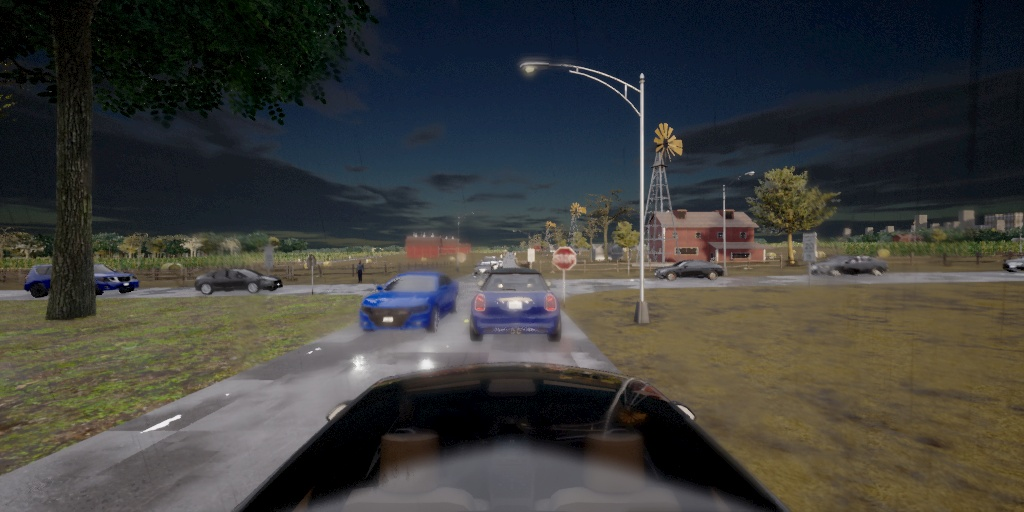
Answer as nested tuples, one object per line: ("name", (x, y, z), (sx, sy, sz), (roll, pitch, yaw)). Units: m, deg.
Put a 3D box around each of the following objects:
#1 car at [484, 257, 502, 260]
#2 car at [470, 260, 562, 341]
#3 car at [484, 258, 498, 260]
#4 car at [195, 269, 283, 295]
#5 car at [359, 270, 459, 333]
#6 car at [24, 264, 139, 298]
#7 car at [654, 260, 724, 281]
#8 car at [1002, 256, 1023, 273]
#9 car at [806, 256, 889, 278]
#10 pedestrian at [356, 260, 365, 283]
("car", (-2.926, 1.101, 48.569), (2.150, 2.045, 5.566), (0, 0, 0))
("car", (0.081, 1.105, 10.001), (2.097, 1.767, 4.553), (0, 0, 0))
("car", (-2.917, 1.311, 38.332), (2.128, 1.511, 4.902), (0, 0, 0))
("car", (-17.302, 1.601, 22.830), (4.892, 1.490, 1.837), (-1, 1, 0))
("car", (-2.859, 1.231, 10.955), (1.882, 1.535, 5.008), (0, 0, 1))
("car", (-27.338, 1.503, 22.856), (5.566, 2.045, 2.150), (-1, 1, 0))
("car", (12.645, 0.997, 25.722), (4.674, 1.442, 1.812), (-1, 1, 2))
("car", (38.247, 0.442, 25.573), (4.902, 1.511, 2.128), (-1, 1, 1))
("car", (23.890, 0.739, 25.645), (4.902, 1.511, 2.128), (-1, 1, 0))
("pedestrian", (-12.210, 1.218, 28.783), (0.375, 1.860, 0.375), (0, 2, 0))
